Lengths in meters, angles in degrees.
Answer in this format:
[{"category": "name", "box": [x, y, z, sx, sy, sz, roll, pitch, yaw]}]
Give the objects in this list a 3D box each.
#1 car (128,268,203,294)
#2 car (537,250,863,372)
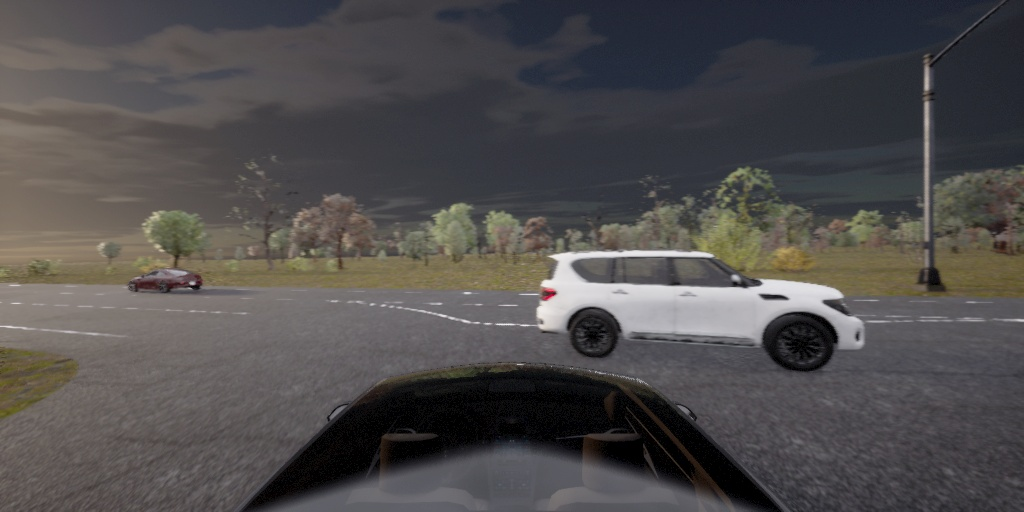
[{"category": "car", "box": [-21.515, 1.503, 22.346, 4.674, 1.442, 1.812, -1, 1, 17]}, {"category": "car", "box": [3.284, 0.872, 7.303, 5.566, 2.045, 2.150, -1, 1, 17]}]
